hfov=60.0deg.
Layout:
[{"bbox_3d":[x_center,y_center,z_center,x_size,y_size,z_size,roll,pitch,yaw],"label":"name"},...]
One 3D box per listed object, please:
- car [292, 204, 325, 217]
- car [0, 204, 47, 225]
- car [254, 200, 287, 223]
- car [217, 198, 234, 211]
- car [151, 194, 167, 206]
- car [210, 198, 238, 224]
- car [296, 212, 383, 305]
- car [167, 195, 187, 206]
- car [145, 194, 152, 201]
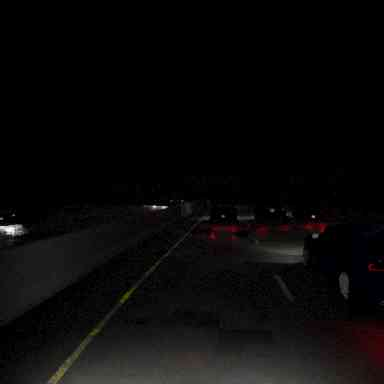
[{"bbox_3d":[9.794,1.636,28.372,1.895,1.301,4.718,0,0,6],"label":"car"},{"bbox_3d":[-12.069,1.533,23.448,1.994,1.385,4.181,0,0,6],"label":"car"},{"bbox_3d":[6.020,1.375,26.017,2.097,1.767,4.553,0,0,6],"label":"car"},{"bbox_3d":[4.318,1.512,42.625,2.128,1.511,4.902,0,0,6],"label":"car"},{"bbox_3d":[-4.928,1.531,55.585,1.882,1.535,5.008,0,-1,6],"label":"car"},{"bbox_3d":[2.392,1.490,25.044,1.882,1.535,5.008,0,0,6],"label":"car"},{"bbox_3d":[4.151,1.492,8.089,1.882,1.535,5.008,0,0,5],"label":"car"},{"bbox_3d":[-1.969,1.359,50.673,2.097,1.767,4.553,0,0,7],"label":"car"},{"bbox_3d":[-7.512,1.225,64.038,2.150,2.045,5.566,0,-3,6],"label":"car"}]
